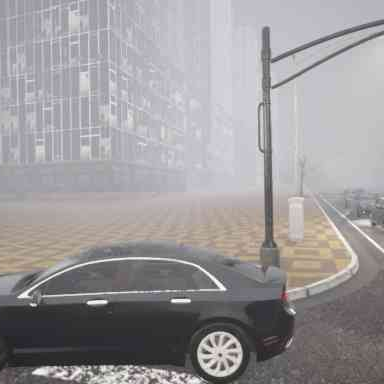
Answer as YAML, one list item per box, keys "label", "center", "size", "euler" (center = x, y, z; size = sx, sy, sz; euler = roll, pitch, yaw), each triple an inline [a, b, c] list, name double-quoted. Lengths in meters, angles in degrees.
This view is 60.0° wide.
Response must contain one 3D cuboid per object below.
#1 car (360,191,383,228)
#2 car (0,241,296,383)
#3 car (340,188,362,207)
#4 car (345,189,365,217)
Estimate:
- label: "car"
  center: [9.030, 0.928, 14.400]
  size: [2.128, 1.511, 4.902]
  euler: [-1, 2, 18]
- label: "car"
  center: [-1.062, 1.505, 4.767]
  size: [4.892, 1.490, 1.837]
  euler: [0, 0, 0]
- label: "car"
  center: [13.077, 0.454, 26.757]
  size: [2.128, 1.511, 4.902]
  euler: [-1, 2, 18]
- label: "car"
  center: [11.081, 0.759, 20.694]
  size: [1.994, 1.385, 4.181]
  euler: [-1, 2, 17]
